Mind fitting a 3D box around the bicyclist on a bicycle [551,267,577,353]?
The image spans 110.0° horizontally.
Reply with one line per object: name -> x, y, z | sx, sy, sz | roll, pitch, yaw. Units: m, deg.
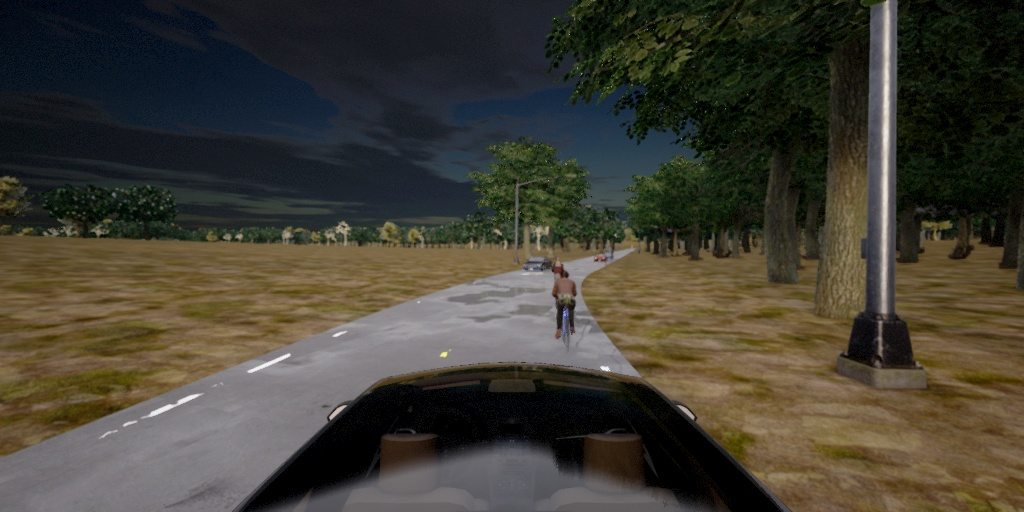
bicyclist on a bicycle -> 1.144, 1.146, 7.736 | 0.582, 1.620, 1.656 | 0, 0, 4

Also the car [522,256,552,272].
car -> 2.570, 0.747, 34.711 | 2.033, 1.411, 5.357 | 1, 1, 18

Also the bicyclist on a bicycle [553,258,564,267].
bicyclist on a bicycle -> 2.111, 0.954, 16.318 | 0.659, 1.776, 1.843 | 1, 1, 8

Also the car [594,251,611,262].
car -> 14.704, 0.319, 59.153 | 1.895, 1.301, 4.718 | 1, 2, 20
